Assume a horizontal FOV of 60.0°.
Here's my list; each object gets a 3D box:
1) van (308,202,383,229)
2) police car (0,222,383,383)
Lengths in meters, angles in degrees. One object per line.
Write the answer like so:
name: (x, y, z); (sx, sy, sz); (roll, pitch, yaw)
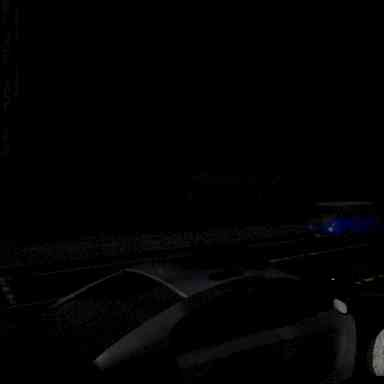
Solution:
van: (7.074, 1.342, 15.444); (3.998, 1.788, 1.690); (0, 0, -36)
police car: (0.508, 1.424, 3.797); (5.238, 1.638, 1.930); (0, 0, -36)
